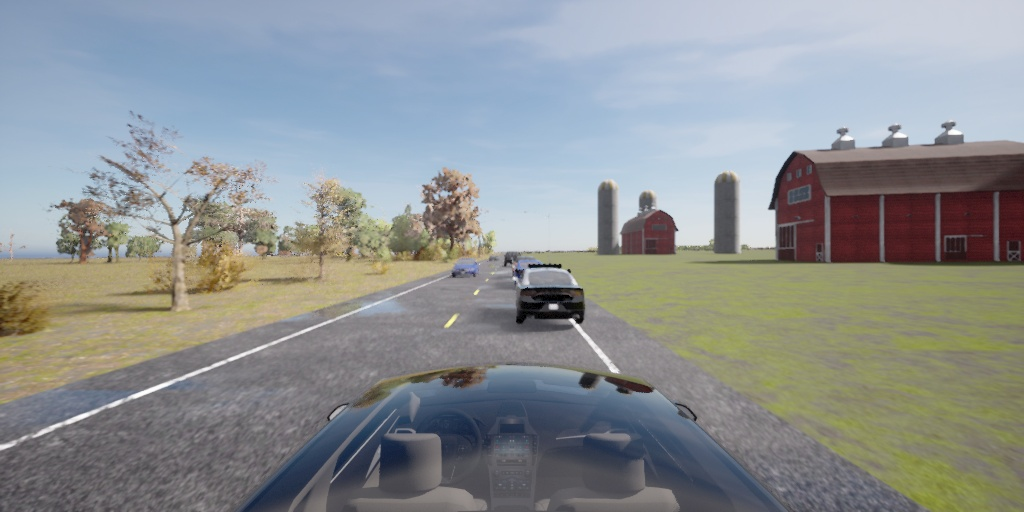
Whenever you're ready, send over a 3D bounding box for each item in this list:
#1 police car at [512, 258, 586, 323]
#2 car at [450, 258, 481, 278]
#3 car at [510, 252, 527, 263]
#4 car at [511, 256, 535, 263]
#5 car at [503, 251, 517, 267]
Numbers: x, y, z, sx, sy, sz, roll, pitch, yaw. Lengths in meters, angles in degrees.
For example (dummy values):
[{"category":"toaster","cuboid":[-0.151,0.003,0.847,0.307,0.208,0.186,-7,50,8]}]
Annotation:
[{"category":"police car","cuboid":[1.051,1.047,11.659,1.930,1.638,5.238,0,1,0]},{"category":"car","cuboid":[-3.593,0.925,28.553,1.812,1.442,4.674,0,1,0]},{"category":"car","cuboid":[1.051,0.764,27.518,2.097,1.767,4.553,0,1,0]},{"category":"car","cuboid":[1.051,0.970,21.549,1.882,1.535,5.008,0,1,0]},{"category":"car","cuboid":[0.017,0.350,48.886,2.150,2.045,5.566,0,1,0]}]
